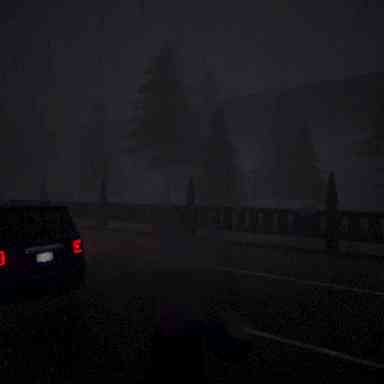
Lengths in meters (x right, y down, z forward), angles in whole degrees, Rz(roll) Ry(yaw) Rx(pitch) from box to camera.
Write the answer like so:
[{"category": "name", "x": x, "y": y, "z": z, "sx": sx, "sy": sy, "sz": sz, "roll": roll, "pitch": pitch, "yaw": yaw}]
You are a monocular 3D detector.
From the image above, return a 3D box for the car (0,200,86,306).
[{"category": "car", "x": -4.657, "y": 1.181, "z": 7.252, "sx": 5.566, "sy": 2.045, "sz": 2.150, "roll": 0, "pitch": 0, "yaw": 36}]

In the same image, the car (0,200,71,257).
[{"category": "car", "x": -7.171, "y": 1.283, "z": 13.385, "sx": 4.553, "sy": 1.767, "sz": 2.097, "roll": 1, "pitch": 0, "yaw": 36}]
